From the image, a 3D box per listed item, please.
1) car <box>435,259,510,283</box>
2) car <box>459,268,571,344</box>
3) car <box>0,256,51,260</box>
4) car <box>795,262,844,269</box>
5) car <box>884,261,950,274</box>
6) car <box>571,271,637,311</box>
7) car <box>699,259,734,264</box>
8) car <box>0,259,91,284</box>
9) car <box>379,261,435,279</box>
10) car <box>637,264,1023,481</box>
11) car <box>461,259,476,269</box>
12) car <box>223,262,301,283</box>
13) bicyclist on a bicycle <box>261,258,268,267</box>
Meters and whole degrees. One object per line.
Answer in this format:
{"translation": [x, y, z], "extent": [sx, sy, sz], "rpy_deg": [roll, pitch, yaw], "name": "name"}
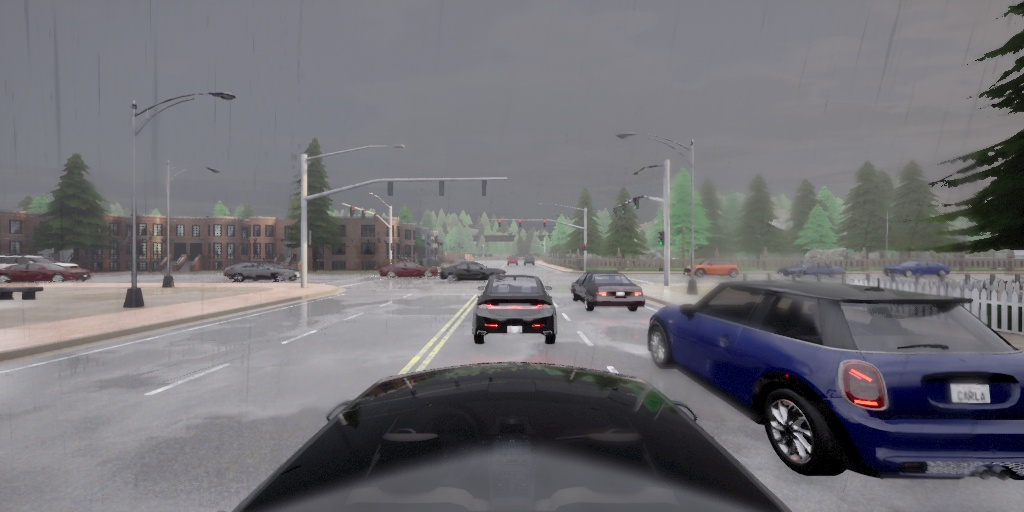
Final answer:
{"translation": [-2.897, 1.227, 27.052], "extent": [5.008, 1.535, 1.882], "rpy_deg": [0, 0, 2], "name": "car"}
{"translation": [0.075, 1.242, 9.533], "extent": [2.128, 1.511, 4.902], "rpy_deg": [0, 0, 1], "name": "car"}
{"translation": [-38.852, 0.974, 28.919], "extent": [5.566, 2.045, 2.150], "rpy_deg": [0, 0, -17], "name": "car"}
{"translation": [28.285, 1.297, 33.921], "extent": [5.357, 1.411, 2.033], "rpy_deg": [0, 0, 1], "name": "car"}
{"translation": [38.162, 1.228, 33.890], "extent": [5.008, 1.535, 1.882], "rpy_deg": [0, 0, 0], "name": "car"}
{"translation": [3.604, 1.297, 14.361], "extent": [2.033, 1.411, 5.357], "rpy_deg": [0, 0, 0], "name": "car"}
{"translation": [18.760, 1.102, 33.950], "extent": [4.553, 1.767, 2.097], "rpy_deg": [0, 0, 0], "name": "car"}
{"translation": [-34.393, 1.227, 26.330], "extent": [5.008, 1.535, 1.882], "rpy_deg": [0, 0, -12], "name": "car"}
{"translation": [-9.128, 1.227, 31.730], "extent": [5.008, 1.535, 1.882], "rpy_deg": [0, 1, -14], "name": "car"}
{"translation": [3.607, 1.102, 4.943], "extent": [2.097, 1.767, 4.553], "rpy_deg": [0, 0, 0], "name": "car"}
{"translation": [-6.994, 1.276, 58.258], "extent": [1.812, 1.442, 4.674], "rpy_deg": [0, 0, 1], "name": "car"}
{"translation": [-18.649, 1.241, 27.174], "extent": [4.902, 1.511, 2.128], "rpy_deg": [0, 0, -1], "name": "car"}
{"translation": [-28.753, 1.053, 41.650], "extent": [0.582, 1.620, 1.656], "rpy_deg": [0, 0, -1], "name": "bicyclist on a bicycle"}
